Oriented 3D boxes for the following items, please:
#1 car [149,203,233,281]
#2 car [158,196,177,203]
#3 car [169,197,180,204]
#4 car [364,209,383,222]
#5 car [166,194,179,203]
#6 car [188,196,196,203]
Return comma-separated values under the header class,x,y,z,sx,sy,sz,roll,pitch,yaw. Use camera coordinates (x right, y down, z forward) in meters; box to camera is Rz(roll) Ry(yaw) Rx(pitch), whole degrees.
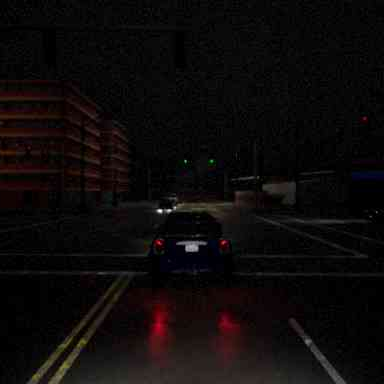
class,x,y,z,sx,sy,sz,roll,pitch,yaw
car,-0.111,1.372,10.078,2.097,1.767,4.553,0,0,-3
car,-3.609,1.640,46.884,2.033,1.411,5.357,0,0,0
car,-3.519,1.681,67.647,2.033,1.411,5.357,0,0,0
car,16.459,1.654,26.545,4.718,1.301,1.895,0,0,0
car,-3.567,1.335,57.174,2.150,2.045,5.566,0,0,0
car,-0.021,1.648,74.660,1.837,1.490,4.892,0,0,0
